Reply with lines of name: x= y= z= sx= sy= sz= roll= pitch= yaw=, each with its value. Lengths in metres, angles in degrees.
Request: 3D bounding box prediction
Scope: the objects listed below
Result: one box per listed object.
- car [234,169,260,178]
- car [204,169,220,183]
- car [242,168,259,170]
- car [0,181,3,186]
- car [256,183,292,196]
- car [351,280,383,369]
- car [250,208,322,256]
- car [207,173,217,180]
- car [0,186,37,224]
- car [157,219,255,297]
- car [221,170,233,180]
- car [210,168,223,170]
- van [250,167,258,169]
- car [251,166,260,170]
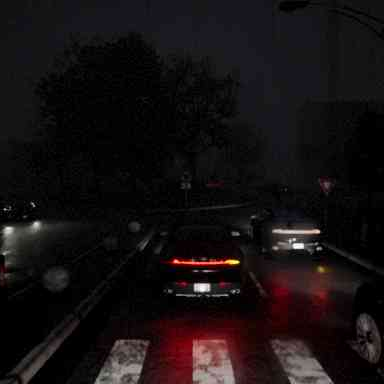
car: x=13.044 y=-3.992 z=79.500 sx=4.892 sy=1.521 sz=2.231 roll=1 pitch=5 yaw=10
car: x=3.858 y=-2.877 z=65.086 sx=2.150 sy=2.045 sz=5.566 roll=0 pitch=5 yaw=1
car: x=13.542 y=-4.376 z=82.185 sx=4.553 sy=1.767 sz=2.185 roll=1 pitch=6 yaw=10
car: x=-32.286 y=-1.475 z=53.232 sx=5.008 sy=1.535 sz=1.882 roll=2 pitch=5 yaw=36
car: x=9.368 y=-0.372 z=38.373 sx=2.033 sy=1.411 sz=5.357 roll=-1 pitch=4 yaw=-18
car: x=3.159 y=1.487 z=2.802 sx=2.128 sy=1.511 sz=4.902 roll=0 pitch=0 yaw=0
car: x=3.354 y=1.344 z=12.558 sx=2.128 sy=1.511 sz=4.902 roll=0 pitch=2 yaw=3
car: x=4.562 y=-3.562 z=75.419 sx=1.837 sy=1.490 sz=4.892 roll=1 pitch=5 yaw=9
car: x=-11.535 y=0.776 z=20.039 sx=4.553 sy=1.767 sz=2.097 roll=2 pitch=4 yaw=28
car: x=0.211 y=1.460 z=8.488 sx=1.837 sy=1.490 sz=4.892 roll=0 pitch=1 yaw=1
car: x=7.743 y=-3.633 z=76.343 sx=1.812 sy=1.442 sz=4.674 roll=1 pitch=5 yaw=9
car: x=6.056 y=-4.609 z=84.862 sx=2.097 sy=1.767 sz=4.553 roll=1 pitch=6 yaw=10
van: x=13.858 y=-4.738 z=84.906 sx=4.442 sy=1.987 sz=1.878 roll=1 pitch=6 yaw=10
car: x=14.456 y=-5.022 z=87.574 sx=5.566 sy=2.045 sz=2.435 roll=1 pitch=6 yaw=10
